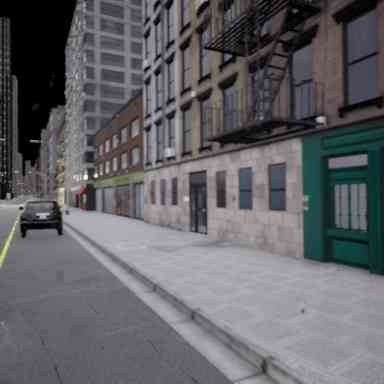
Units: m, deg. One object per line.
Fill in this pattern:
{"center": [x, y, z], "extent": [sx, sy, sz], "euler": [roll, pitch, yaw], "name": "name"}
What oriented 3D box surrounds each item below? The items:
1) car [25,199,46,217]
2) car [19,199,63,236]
{"center": [-17.742, 1.756, 37.640], "extent": [2.097, 1.767, 4.553], "euler": [0, 0, -26], "name": "car"}
{"center": [-9.137, 1.444, 20.185], "extent": [2.150, 2.045, 5.566], "euler": [0, 0, -26], "name": "car"}
